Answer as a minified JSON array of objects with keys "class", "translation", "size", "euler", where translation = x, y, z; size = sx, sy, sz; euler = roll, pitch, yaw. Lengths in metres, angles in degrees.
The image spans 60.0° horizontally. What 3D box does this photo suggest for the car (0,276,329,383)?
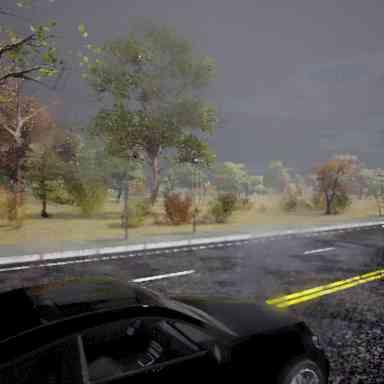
[{"class":"car","translation":[-0.743,1.534,2.932],"size":[4.674,1.442,1.812],"euler":[1,0,-36]}]
